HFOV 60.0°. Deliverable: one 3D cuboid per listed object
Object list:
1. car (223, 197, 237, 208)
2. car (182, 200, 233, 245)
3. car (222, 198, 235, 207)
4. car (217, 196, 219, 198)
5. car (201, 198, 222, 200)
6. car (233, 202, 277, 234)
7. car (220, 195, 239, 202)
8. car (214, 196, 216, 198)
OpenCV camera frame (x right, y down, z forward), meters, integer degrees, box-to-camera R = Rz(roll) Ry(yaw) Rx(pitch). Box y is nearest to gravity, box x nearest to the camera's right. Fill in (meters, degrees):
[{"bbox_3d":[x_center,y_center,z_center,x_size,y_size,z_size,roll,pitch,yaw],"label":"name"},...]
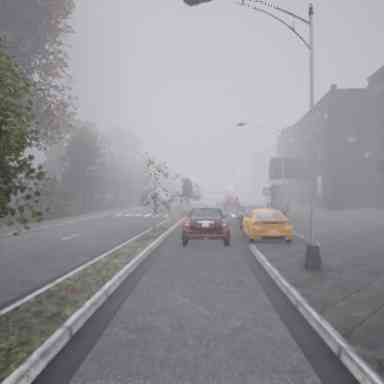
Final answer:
[{"bbox_3d":[6.298,1.659,55.282,2.185,1.767,4.553,0,0,4],"label":"car"},{"bbox_3d":[0.701,1.441,16.243,2.097,1.767,4.553,0,0,3],"label":"car"},{"bbox_3d":[6.685,1.812,60.839,2.231,1.521,4.892,0,0,4],"label":"car"},{"bbox_3d":[7.561,1.915,77.650,2.163,1.488,4.792,0,0,2],"label":"car"},{"bbox_3d":[1.878,1.675,34.222,1.882,1.535,5.008,0,0,4],"label":"car"},{"bbox_3d":[3.989,1.636,22.150,2.163,1.488,4.792,0,0,4],"label":"car"},{"bbox_3d":[5.917,1.506,49.810,2.435,2.045,5.566,0,0,4],"label":"car"},{"bbox_3d":[7.794,1.957,88.780,2.163,1.488,4.792,0,0,1],"label":"car"}]
